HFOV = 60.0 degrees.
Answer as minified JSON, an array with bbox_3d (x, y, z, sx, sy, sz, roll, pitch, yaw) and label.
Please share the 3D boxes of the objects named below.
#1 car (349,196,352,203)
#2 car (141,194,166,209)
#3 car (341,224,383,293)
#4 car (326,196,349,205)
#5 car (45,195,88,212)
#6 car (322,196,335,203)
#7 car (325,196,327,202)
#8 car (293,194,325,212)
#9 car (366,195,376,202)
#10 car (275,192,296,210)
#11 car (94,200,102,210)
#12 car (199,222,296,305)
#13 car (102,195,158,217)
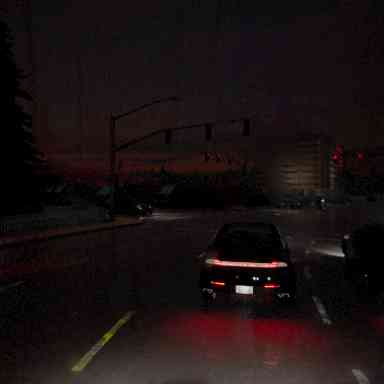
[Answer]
[{"bbox_3d":[31.382,1.525,67.580,2.128,1.511,4.902,0,0,32],"label":"car"},{"bbox_3d":[-6.110,1.277,44.519,5.566,2.045,2.150,0,0,34],"label":"car"},{"bbox_3d":[5.180,1.547,8.554,2.033,1.411,5.357,0,0,16],"label":"car"},{"bbox_3d":[25.486,1.547,58.084,2.033,1.411,5.357,0,0,32],"label":"car"},{"bbox_3d":[-14.117,1.277,37.047,5.566,2.045,2.150,0,0,32],"label":"car"},{"bbox_3d":[29.054,1.524,70.476,1.812,1.442,4.674,0,0,32],"label":"car"},{"bbox_3d":[23.083,1.506,60.834,1.837,1.490,4.892,0,0,32],"label":"car"},{"bbox_3d":[13.872,1.357,39.243,2.097,1.767,4.553,0,0,32],"label":"car"},{"bbox_3d":[42.671,1.525,79.280,2.128,1.511,4.902,0,0,32],"label":"car"},{"bbox_3d":[12.891,1.223,44.340,2.150,2.045,5.566,0,0,31],"label":"car"},{"bbox_3d":[-9.084,1.547,38.037,4.902,1.511,2.128,0,0,32],"label":"car"},{"bbox_3d":[1.428,1.492,8.181,2.128,1.511,4.902,0,0,12],"label":"car"},{"bbox_3d":[-5.986,1.407,31.975,4.553,1.767,2.097,0,0,32],"label":"car"}]
